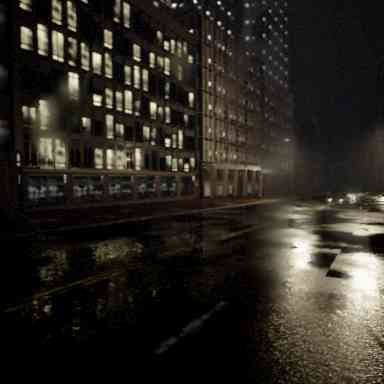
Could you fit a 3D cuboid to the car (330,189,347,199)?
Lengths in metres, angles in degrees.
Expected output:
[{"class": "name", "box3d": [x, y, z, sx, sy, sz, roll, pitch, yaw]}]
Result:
[{"class": "car", "box3d": [22.826, 0.215, 51.808, 1.882, 1.535, 5.008, 1, 1, 31]}]
